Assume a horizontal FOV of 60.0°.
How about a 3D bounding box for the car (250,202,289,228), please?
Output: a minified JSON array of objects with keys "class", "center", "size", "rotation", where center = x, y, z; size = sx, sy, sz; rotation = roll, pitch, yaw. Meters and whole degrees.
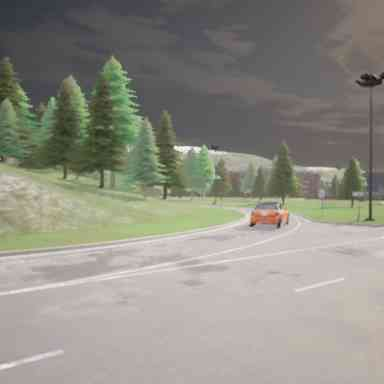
[{"class":"car","center":[5.637,1.515,23.804],"size":[2.097,1.767,4.553],"rotation":[0,0,24]}]
